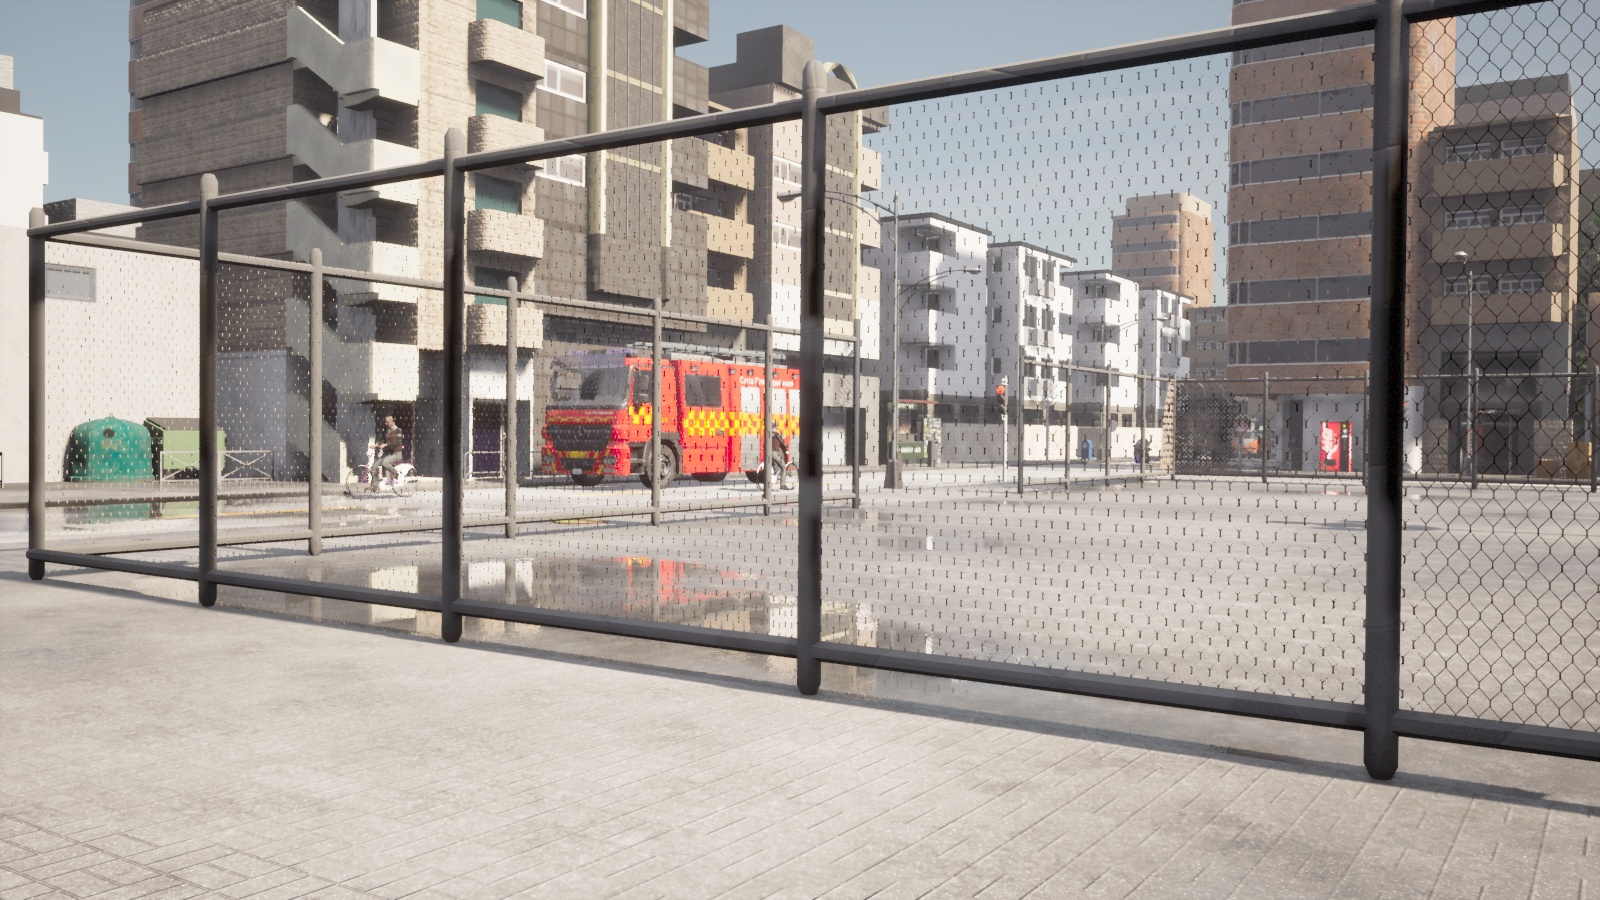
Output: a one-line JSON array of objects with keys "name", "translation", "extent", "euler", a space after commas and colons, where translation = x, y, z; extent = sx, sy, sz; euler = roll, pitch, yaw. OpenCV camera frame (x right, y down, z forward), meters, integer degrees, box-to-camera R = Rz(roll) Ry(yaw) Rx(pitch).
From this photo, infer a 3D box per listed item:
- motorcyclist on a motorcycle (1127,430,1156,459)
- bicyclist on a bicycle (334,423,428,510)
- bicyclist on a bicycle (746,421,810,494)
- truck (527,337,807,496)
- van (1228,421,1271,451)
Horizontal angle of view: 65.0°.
[{"name": "motorcyclist on a motorcycle", "translation": [18.302, -0.317, 67.232], "extent": [0.866, 1.530, 2.191], "euler": [0, 1, 33]}, {"name": "bicyclist on a bicycle", "translation": [-8.794, 0.321, 26.406], "extent": [0.659, 1.776, 1.843], "euler": [0, 1, 33]}, {"name": "bicyclist on a bicycle", "translation": [-0.528, 0.175, 31.639], "extent": [0.659, 1.776, 1.843], "euler": [0, 1, 34]}, {"name": "truck", "translation": [-3.353, -0.875, 34.638], "extent": [2.891, 3.827, 8.468], "euler": [0, 1, 34]}, {"name": "van", "translation": [30.810, -0.971, 86.046], "extent": [1.775, 1.987, 4.442], "euler": [0, 1, 34]}]
